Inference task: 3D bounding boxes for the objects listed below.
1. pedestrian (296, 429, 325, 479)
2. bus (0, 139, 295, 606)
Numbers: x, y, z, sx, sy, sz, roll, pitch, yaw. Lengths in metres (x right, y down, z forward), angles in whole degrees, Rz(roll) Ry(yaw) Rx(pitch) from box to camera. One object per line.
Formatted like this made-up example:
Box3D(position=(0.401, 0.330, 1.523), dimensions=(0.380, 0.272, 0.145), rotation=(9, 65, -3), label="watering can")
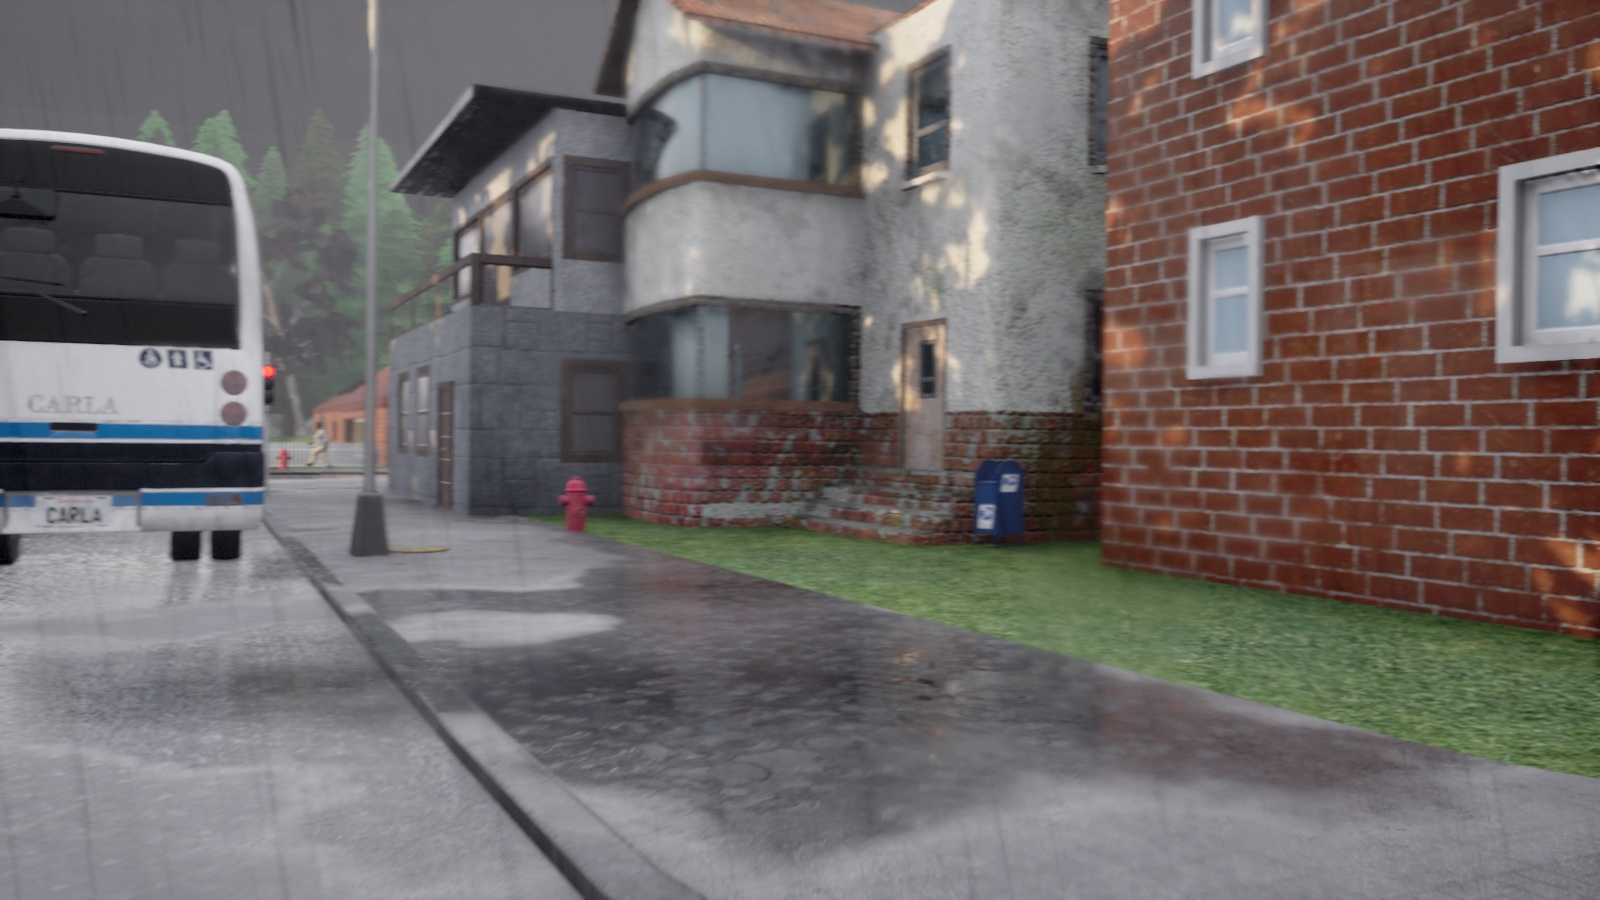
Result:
Box3D(position=(-18.303, 0.136, 46.909), dimensions=(0.900, 1.855, 0.874), rotation=(-1, 1, -28), label="pedestrian")
Box3D(position=(-9.075, -0.736, 16.255), dimensions=(3.944, 4.253, 10.273), rotation=(-1, 1, -26), label="bus")
